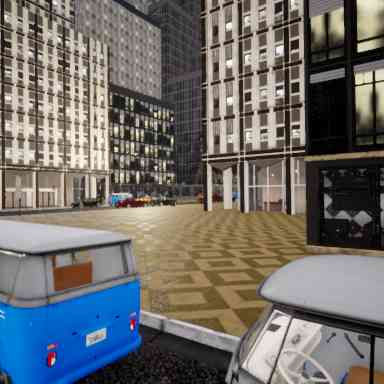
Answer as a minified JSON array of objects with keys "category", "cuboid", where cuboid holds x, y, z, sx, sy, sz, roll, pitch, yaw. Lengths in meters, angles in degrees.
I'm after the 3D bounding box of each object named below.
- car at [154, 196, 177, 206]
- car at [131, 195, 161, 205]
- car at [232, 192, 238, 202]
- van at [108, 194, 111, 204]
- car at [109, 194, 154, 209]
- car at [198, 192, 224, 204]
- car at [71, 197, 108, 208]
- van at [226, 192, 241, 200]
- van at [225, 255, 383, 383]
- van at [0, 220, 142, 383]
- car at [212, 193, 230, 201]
[{"category":"car","cuboid":[-3.700,1.222,43.407,2.008,1.369,4.403,0,0,36]},{"category":"car","cuboid":[-7.252,1.268,52.740,1.752,1.417,4.829,0,0,36]},{"category":"car","cuboid":[6.293,1.093,57.054,2.008,1.369,4.403,0,0,36]},{"category":"van","cuboid":[-10.485,1.126,48.326,1.690,1.788,3.998,0,0,36]},{"category":"car","cuboid":[-7.031,1.259,38.859,1.887,1.381,4.507,0,0,36]},{"category":"car","cuboid":[2.960,0.901,52.504,2.192,1.841,5.009,0,0,36]},{"category":"car","cuboid":[-13.816,1.393,43.776,1.947,1.339,4.313,0,0,36]},{"category":"van","cuboid":[9.509,0.862,75.630,1.690,1.788,3.998,0,0,36]},{"category":"van","cuboid":[1.995,1.341,1.465,3.998,1.788,1.690,0,-1,36]},{"category":"van","cuboid":[-2.545,1.341,4.703,3.998,1.788,1.690,0,-1,36]},{"category":"car","cuboid":[6.178,1.006,71.080,1.967,1.590,4.097,0,0,36]}]
